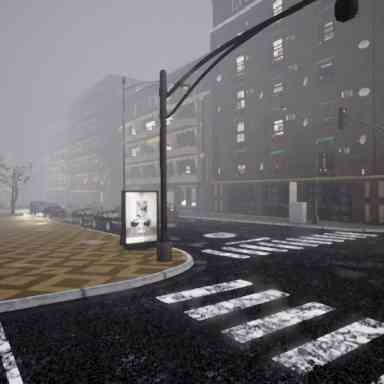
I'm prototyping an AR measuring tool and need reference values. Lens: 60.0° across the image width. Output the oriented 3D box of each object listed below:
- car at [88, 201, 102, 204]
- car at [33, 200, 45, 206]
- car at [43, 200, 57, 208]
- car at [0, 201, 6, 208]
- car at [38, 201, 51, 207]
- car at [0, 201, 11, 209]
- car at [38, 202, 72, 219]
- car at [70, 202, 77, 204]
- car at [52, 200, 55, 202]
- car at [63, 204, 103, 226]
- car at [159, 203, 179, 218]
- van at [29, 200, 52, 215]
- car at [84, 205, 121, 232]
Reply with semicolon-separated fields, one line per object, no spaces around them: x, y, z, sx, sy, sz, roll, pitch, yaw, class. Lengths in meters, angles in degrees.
-15.001;2.117;50.657;1.967;1.590;4.097;-2;0;-36;car
-37.851;2.795;82.241;1.887;1.381;4.507;-2;0;-36;car
-31.326;2.526;73.216;1.967;1.590;4.097;-2;0;-36;car
-44.641;2.860;77.329;1.887;1.381;4.507;-2;0;-36;car
-34.586;2.733;77.728;1.947;1.339;4.313;-2;0;-36;car
-38.113;2.702;68.305;2.008;1.369;4.403;-2;0;-36;car
-14.916;2.114;36.094;1.887;1.381;4.507;-2;0;-36;car
-21.530;2.422;59.679;1.802;1.307;4.206;-2;0;-36;car
-25.375;2.468;60.589;1.994;1.385;4.181;-1;-1;-36;car
-8.840;1.968;27.617;2.008;1.369;4.403;-2;0;-36;car
-3.154;1.822;34.492;1.967;1.590;4.097;-2;0;-36;car
-19.834;2.034;42.982;1.690;1.788;3.998;-2;0;-36;van
-5.576;1.887;23.105;2.008;1.369;4.403;-2;0;-36;car
